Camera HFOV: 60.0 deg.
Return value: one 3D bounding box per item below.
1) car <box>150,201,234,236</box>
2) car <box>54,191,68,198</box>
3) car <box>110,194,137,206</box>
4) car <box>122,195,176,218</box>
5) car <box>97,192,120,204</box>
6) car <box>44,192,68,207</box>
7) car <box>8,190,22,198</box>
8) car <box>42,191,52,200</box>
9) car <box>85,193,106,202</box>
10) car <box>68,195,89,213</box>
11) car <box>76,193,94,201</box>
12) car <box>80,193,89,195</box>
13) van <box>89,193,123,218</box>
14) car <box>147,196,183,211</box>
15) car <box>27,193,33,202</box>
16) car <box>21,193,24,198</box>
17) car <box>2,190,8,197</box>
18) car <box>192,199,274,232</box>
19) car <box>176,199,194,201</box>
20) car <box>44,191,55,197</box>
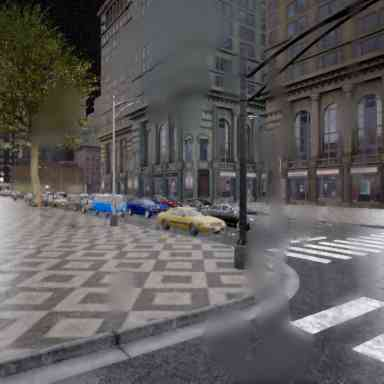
[{"bbox_3d":[-0.153,1.398,17.816,1.752,1.417,4.829,1,0,-35],"label":"car"},{"bbox_3d":[-28.928,0.588,73.362,1.887,1.381,4.507,1,0,-35],"label":"car"},{"bbox_3d":[-9.492,1.074,45.832,2.008,1.369,4.403,1,0,-35],"label":"car"},{"bbox_3d":[-3.645,1.246,27.366,1.882,1.535,5.008,0,1,-35],"label":"car"},{"bbox_3d":[-12.729,0.881,50.420,1.967,1.590,4.097,1,0,-35],"label":"car"},{"bbox_3d":[-16.354,1.051,40.770,1.752,1.417,4.829,1,0,-35],"label":"car"},{"bbox_3d":[-35.888,0.484,68.442,1.967,1.590,4.097,1,0,-35],"label":"car"},{"bbox_3d":[-19.691,0.992,45.498,2.008,1.369,4.403,1,0,-35],"label":"car"},{"bbox_3d":[-15.971,0.910,55.008,2.008,1.369,4.403,1,0,-35],"label":"car"},{"bbox_3d":[-9.972,1.230,31.727,2.008,1.369,4.403,1,0,-35],"label":"car"},{"bbox_3d":[-19.211,0.861,59.597,1.802,1.307,4.206,1,0,-35],"label":"car"},{"bbox_3d":[-11.232,1.090,38.143,2.128,1.511,4.902,0,1,-35],"label":"car"},{"bbox_3d":[-6.730,1.091,27.137,1.690,1.788,3.998,1,0,-35],"label":"van"},{"bbox_3d":[-3.011,1.224,36.651,1.887,1.381,4.507,1,0,-35],"label":"car"},{"bbox_3d":[-22.931,0.911,50.087,2.008,1.369,4.403,1,0,-35],"label":"car"},{"bbox_3d":[-26.171,0.830,54.676,2.008,1.369,4.403,1,0,-35],"label":"car"},{"bbox_3d":[-42.368,0.330,77.620,1.967,1.590,4.097,1,0,-35],"label":"car"},{"bbox_3d":[2.408,1.371,18.803,2.128,1.511,4.902,0,1,-36],"label":"car"},{"bbox_3d":[0.228,1.315,32.062,1.947,1.339,4.313,1,0,-35],"label":"car"},{"bbox_3d":[-35.408,0.472,82.539,1.802,1.307,4.206,1,0,-35],"label":"car"}]
